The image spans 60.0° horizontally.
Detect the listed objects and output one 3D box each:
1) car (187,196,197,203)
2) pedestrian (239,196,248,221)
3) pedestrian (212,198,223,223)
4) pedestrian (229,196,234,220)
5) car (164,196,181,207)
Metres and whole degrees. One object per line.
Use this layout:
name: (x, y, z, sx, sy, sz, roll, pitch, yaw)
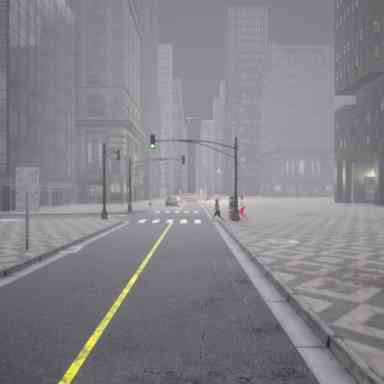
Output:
car: (-0.004, 1.501, 69.632, 1.882, 1.535, 5.008, 0, 0, 0)
pedestrian: (3.592, 1.145, 23.775, 0.375, 1.860, 0.375, 0, 0, 0)
pedestrian: (1.782, 1.297, 23.175, 0.375, 1.860, 0.375, 0, 0, 0)
pedestrian: (2.898, 1.145, 24.403, 0.375, 1.860, 0.375, 0, 0, 0)
car: (-3.090, 1.513, 50.246, 1.837, 1.490, 4.892, 0, 0, 0)
